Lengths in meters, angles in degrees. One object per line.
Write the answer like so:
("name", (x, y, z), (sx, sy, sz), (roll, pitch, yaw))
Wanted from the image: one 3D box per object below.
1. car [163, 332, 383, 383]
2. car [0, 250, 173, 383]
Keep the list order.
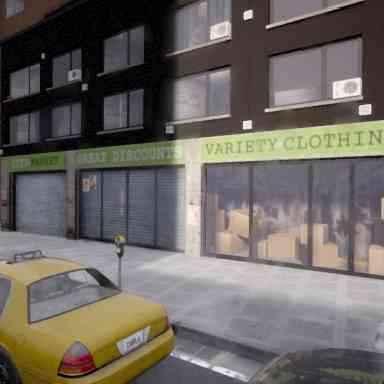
("car", (2.229, 1.551, 1.534), (4.403, 1.369, 2.008), (0, 1, 35))
("car", (-2.510, 1.524, 4.801), (4.829, 1.417, 1.752), (0, 1, 35))
